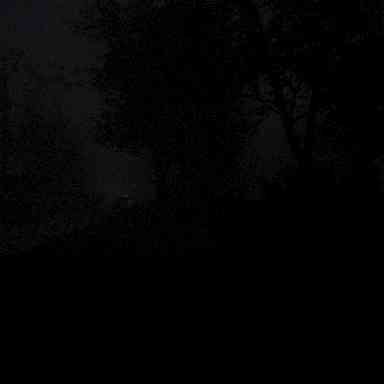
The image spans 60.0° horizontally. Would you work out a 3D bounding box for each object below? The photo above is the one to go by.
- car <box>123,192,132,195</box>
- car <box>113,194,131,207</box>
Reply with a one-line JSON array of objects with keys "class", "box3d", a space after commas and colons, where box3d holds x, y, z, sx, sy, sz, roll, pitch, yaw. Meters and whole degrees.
[{"class": "car", "box3d": [-13.462, 0.839, 68.140, 2.128, 1.511, 4.902, 0, 3, -11]}, {"class": "car", "box3d": [-10.767, 1.443, 50.090, 2.033, 1.411, 5.357, -1, 1, -6]}]
